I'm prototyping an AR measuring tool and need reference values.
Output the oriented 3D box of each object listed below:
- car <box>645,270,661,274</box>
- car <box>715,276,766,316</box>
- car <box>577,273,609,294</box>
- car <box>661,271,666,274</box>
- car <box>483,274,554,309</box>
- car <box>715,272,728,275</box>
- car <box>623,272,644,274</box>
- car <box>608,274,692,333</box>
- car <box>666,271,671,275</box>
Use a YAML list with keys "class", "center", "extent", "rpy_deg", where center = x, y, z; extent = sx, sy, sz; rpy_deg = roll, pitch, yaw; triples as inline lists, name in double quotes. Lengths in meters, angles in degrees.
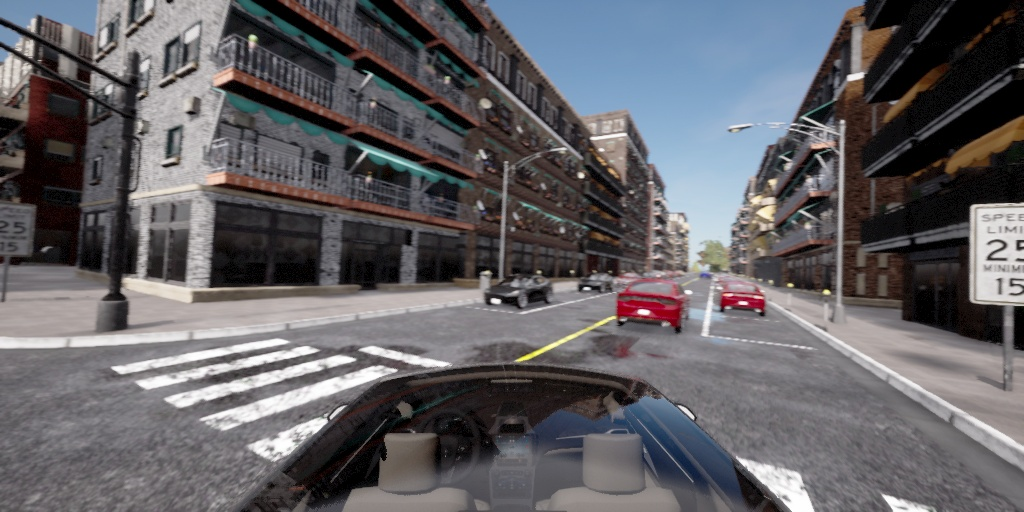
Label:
- class: "car"
  center: [17.262, 2.659, 45.620]
  extent: [1.948, 1.339, 4.313]
  rpy_deg: [0, 0, 30]
- class: "car"
  center: [10.649, 1.896, 16.798]
  extent: [1.888, 1.381, 4.507]
  rpy_deg: [0, 0, 30]
- class: "car"
  center: [6.106, 1.886, 25.931]
  extent: [1.948, 1.339, 4.313]
  rpy_deg: [0, 0, 30]
- class: "car"
  center: [20.051, 2.726, 50.544]
  extent: [1.967, 1.591, 4.097]
  rpy_deg: [0, 0, 30]
- class: "car"
  center: [0.416, 1.497, 16.144]
  extent: [1.948, 1.339, 4.313]
  rpy_deg: [0, 0, 30]
- class: "car"
  center: [18.950, 2.473, 31.602]
  extent: [1.888, 1.381, 4.507]
  rpy_deg: [0, 0, 30]
- class: "car"
  center: [11.684, 2.289, 35.773]
  extent: [1.802, 1.307, 4.207]
  rpy_deg: [0, 0, 30]
- class: "car"
  center: [4.963, 1.536, 12.323]
  extent: [1.882, 1.535, 5.008]
  rpy_deg: [2, -1, 30]
- class: "car"
  center: [22.839, 3.030, 55.466]
  extent: [2.007, 1.370, 4.403]
  rpy_deg: [0, 0, 30]
